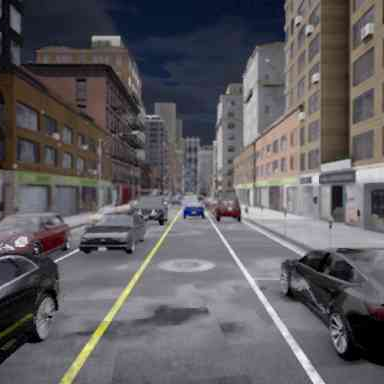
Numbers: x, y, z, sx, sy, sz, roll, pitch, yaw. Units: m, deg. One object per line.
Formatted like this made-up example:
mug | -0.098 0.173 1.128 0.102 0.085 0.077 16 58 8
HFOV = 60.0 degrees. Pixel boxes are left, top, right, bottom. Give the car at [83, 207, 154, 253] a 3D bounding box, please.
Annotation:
car | -3.065 1.589 14.077 2.033 1.411 5.357 0 0 0

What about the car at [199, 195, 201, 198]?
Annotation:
car | 3.022 1.880 71.937 1.752 1.417 4.829 -1 0 0

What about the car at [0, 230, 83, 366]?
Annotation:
car | -3.098 1.498 3.645 2.128 1.511 4.902 0 0 0

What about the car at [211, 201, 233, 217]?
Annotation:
car | 2.927 1.660 33.460 1.752 1.417 4.829 0 0 0

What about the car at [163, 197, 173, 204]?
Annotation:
car | -5.489 1.941 77.284 1.947 1.339 4.313 -1 0 0

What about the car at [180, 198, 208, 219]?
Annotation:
car | 0.170 1.595 30.702 1.882 1.535 5.008 0 0 0

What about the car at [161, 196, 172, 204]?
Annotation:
car | -5.504 1.779 71.788 1.967 1.590 4.097 -1 0 0

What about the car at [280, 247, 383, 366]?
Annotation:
car | 2.860 1.590 5.806 1.947 1.339 4.313 0 0 0

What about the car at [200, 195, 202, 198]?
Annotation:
car | 2.994 1.725 60.774 1.967 1.590 4.097 -1 0 0

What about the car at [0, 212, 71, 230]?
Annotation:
car | -5.653 1.467 11.324 1.967 1.590 4.097 0 0 0

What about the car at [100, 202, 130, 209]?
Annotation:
car | -5.626 1.594 22.147 1.752 1.417 4.829 0 0 0

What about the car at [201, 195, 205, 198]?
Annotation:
car | 2.980 1.692 55.277 1.967 1.590 4.097 -1 0 0

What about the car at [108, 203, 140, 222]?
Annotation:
car | -5.611 1.675 27.814 1.802 1.307 4.206 0 0 0

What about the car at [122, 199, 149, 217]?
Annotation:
car | -5.599 1.559 33.311 1.967 1.590 4.097 0 0 0

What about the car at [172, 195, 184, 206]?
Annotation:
car | -2.876 1.825 61.429 2.033 1.411 5.357 0 0 1

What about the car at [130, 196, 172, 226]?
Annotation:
car | -2.986 1.306 24.794 2.150 2.045 5.566 0 0 1

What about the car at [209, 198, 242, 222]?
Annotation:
car | 2.912 1.424 27.794 2.192 1.841 5.009 0 0 0

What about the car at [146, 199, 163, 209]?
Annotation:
car | -5.557 1.750 49.801 1.887 1.381 4.507 0 0 0

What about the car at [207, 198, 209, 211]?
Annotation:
car | 2.941 1.712 38.786 2.008 1.369 4.403 0 0 0

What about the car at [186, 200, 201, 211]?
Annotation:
car | 0.208 1.790 45.027 1.895 1.301 4.718 0 0 0
